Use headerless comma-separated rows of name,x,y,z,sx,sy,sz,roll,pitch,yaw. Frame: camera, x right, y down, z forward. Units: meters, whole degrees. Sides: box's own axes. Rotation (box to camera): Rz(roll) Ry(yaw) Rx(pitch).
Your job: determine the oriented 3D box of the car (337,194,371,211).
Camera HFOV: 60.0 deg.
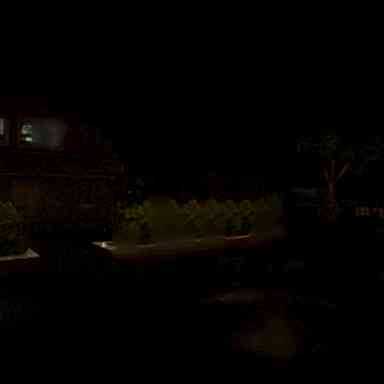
car,17.311,1.100,36.117,3.866,1.878,1.905,0,0,0
